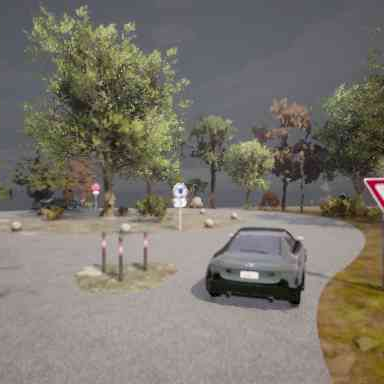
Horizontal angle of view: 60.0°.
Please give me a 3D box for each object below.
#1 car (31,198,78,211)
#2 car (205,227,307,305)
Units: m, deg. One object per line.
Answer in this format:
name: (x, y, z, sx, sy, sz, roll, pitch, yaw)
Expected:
car: (-15.513, 1.426, 37.707, 5.008, 1.535, 1.882, 0, -1, -41)
car: (1.762, 1.553, 8.258, 1.994, 1.385, 4.181, 0, 0, 19)
